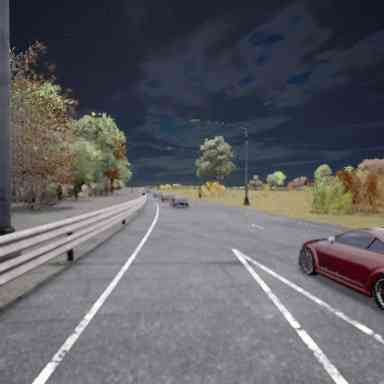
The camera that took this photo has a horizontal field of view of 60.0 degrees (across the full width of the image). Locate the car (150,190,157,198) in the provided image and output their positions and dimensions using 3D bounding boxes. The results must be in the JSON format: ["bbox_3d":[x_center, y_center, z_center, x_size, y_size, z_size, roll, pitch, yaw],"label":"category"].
[{"bbox_3d":[-7.839,0.513,75.128,2.033,1.411,5.357,0,1,-10],"label":"car"}]

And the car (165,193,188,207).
[{"bbox_3d":[-1.644,1.038,40.152,2.033,1.411,5.357,0,1,-10],"label":"car"}]

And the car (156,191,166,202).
[{"bbox_3d":[-4.275,0.819,55.026,2.033,1.411,5.357,0,1,-10],"label":"car"}]

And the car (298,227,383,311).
[{"bbox_3d":[4.148,1.480,7.501,1.994,1.385,4.181,0,1,-10],"label":"car"}]
